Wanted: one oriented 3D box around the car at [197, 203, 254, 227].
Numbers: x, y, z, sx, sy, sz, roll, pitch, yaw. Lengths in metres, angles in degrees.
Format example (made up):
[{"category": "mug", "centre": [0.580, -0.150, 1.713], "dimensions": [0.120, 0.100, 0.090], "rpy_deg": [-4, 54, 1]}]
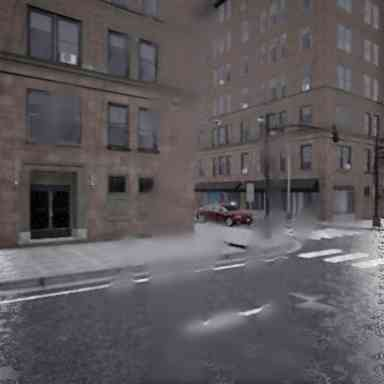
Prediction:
[{"category": "car", "centre": [2.347, 1.616, 24.358], "dimensions": [1.882, 1.535, 5.008], "rpy_deg": [0, 0, -35]}]
